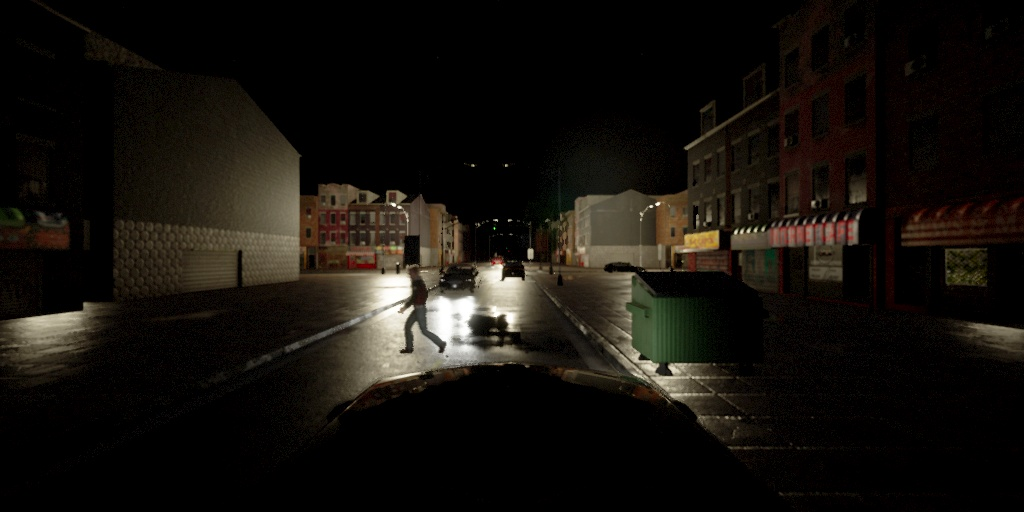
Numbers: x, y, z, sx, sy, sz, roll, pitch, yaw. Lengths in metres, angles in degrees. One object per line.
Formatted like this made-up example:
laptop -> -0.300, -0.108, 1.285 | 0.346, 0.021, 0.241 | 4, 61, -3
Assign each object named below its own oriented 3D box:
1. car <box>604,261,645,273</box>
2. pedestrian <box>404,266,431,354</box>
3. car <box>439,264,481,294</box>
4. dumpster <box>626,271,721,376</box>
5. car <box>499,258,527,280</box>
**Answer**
car -> 12.312, 1.259, 39.488 | 4.313, 1.339, 1.948 | 0, 0, 0
pedestrian -> -1.890, 1.039, 7.205 | 0.375, 1.860, 0.375 | 0, 0, -10
car -> -2.852, 1.234, 20.351 | 2.128, 1.511, 4.902 | 0, 0, 0
dumpster -> 3.005, 1.143, 7.065 | 1.020, 1.700, 1.940 | 0, 0, 0
car -> 0.207, 1.220, 31.055 | 1.882, 1.535, 5.008 | 0, 0, 3
